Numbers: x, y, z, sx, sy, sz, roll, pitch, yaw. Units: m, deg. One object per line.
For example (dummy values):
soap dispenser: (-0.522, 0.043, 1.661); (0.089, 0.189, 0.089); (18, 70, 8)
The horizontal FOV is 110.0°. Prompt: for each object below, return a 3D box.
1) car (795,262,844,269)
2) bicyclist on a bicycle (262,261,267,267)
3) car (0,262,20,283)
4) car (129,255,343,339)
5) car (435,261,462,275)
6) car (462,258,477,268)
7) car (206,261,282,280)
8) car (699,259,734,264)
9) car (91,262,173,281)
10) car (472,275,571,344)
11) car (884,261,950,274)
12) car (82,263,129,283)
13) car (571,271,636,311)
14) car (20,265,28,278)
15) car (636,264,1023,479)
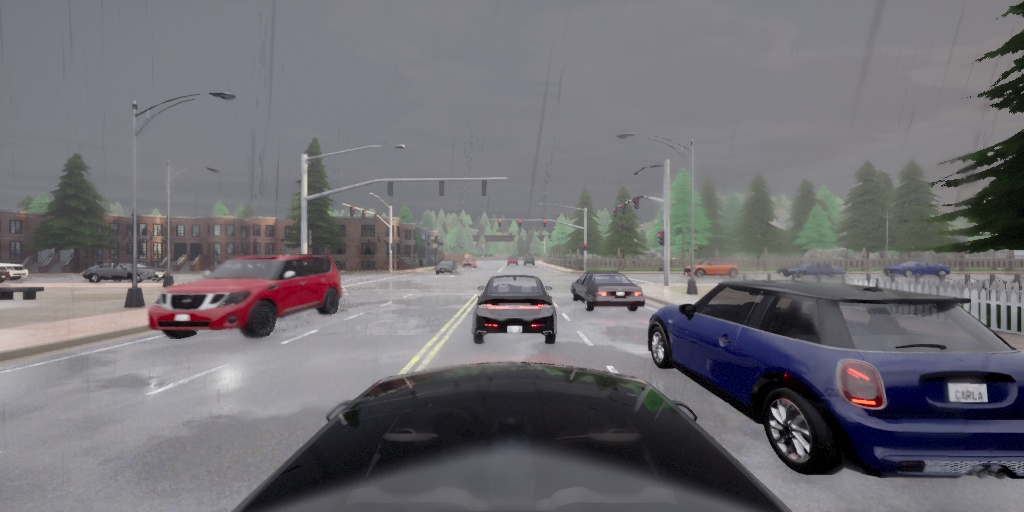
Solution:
car: (28.289, 1.297, 33.933); (5.357, 1.411, 2.033); (0, 0, 1)
bicyclist on a bicycle: (-28.748, 1.053, 41.670); (0.582, 1.620, 1.656); (0, 0, -1)
car: (-39.175, 1.228, 25.224); (5.008, 1.535, 1.882); (0, 0, -18)
car: (-7.082, 0.971, 10.476); (2.150, 2.045, 5.566); (0, 0, 0)
car: (-7.033, 1.256, 39.046); (1.837, 1.490, 4.892); (0, 0, 0)
car: (-6.983, 1.102, 58.366); (2.097, 1.767, 4.553); (0, 0, 0)
car: (-22.820, 1.228, 30.656); (5.008, 1.535, 1.882); (0, 0, -1)
car: (18.764, 1.102, 33.963); (4.553, 1.767, 2.097); (0, 0, 0)
car: (-31.917, 1.276, 30.224); (4.674, 1.442, 1.812); (0, 0, -7)
car: (0.076, 1.242, 9.549); (2.128, 1.511, 4.902); (0, 0, 1)
car: (38.167, 1.228, 33.901); (5.008, 1.535, 1.882); (0, 0, 0)
car: (-29.007, 1.241, 26.946); (4.902, 1.511, 2.128); (0, 0, -4)
car: (3.606, 1.297, 14.376); (2.033, 1.411, 5.357); (0, 0, 0)
car: (-42.179, 0.971, 27.894); (5.566, 2.045, 2.150); (0, 0, -21)
car: (3.607, 1.102, 4.958); (2.097, 1.767, 4.553); (0, 0, 0)
